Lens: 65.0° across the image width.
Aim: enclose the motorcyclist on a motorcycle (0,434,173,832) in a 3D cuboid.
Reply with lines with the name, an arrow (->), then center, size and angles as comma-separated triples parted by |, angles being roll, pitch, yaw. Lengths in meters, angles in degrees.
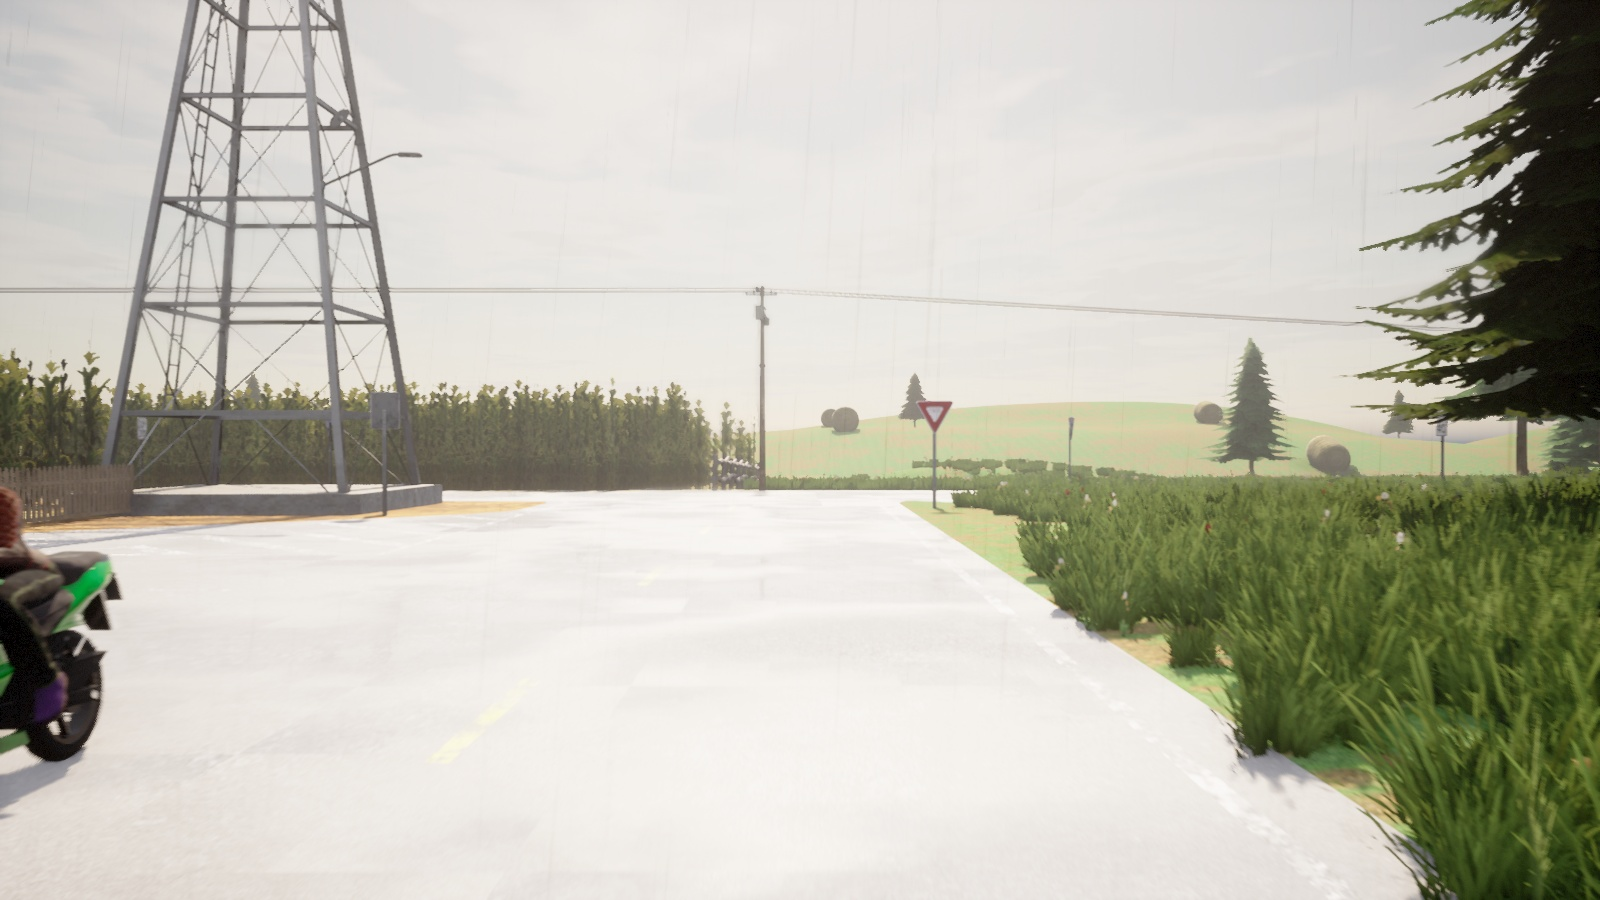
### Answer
motorcyclist on a motorcycle -> -3.456, 0.697, 5.085 | 0.797, 1.523, 2.044 | 0, 0, 0
